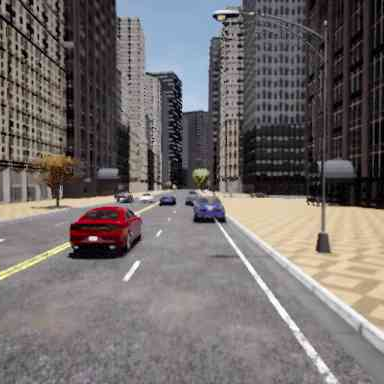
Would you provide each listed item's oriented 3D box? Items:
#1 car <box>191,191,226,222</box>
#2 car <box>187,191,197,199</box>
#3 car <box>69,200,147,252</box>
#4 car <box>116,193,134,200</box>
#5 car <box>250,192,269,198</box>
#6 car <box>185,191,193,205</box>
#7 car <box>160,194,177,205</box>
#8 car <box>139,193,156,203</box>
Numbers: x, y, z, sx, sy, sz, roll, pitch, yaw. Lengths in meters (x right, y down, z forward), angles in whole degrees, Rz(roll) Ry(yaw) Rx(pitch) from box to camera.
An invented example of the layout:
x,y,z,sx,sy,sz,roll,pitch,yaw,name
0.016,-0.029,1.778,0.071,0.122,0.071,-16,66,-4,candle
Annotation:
x,y,z,sx,sy,sz,roll,pitch,yaw,name
1.148,1.039,23.232,2.097,1.767,4.553,0,1,0,car
0.033,0.535,67.747,1.837,1.490,4.892,0,1,0,car
-3.143,1.302,13.055,1.882,1.535,5.008,0,1,0,car
-9.777,0.839,48.796,2.128,1.511,4.902,0,1,1,car
15.959,0.775,78.752,4.403,1.369,2.008,1,1,-1,car
0.038,0.955,44.322,2.033,1.411,5.357,0,1,0,car
-3.129,0.975,44.042,1.994,1.385,4.181,0,1,0,car
-6.531,0.878,48.452,1.812,1.442,4.674,0,1,1,car
